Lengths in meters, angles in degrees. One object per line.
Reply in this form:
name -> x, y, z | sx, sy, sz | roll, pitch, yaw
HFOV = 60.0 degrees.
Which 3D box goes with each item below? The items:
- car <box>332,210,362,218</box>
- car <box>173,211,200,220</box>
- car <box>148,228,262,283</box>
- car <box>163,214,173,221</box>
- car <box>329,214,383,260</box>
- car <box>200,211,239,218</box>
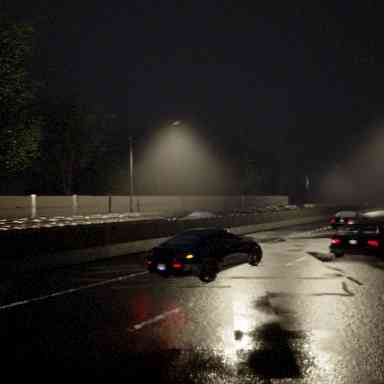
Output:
car -> 12.258, 2.135, 25.729 | 2.033, 1.411, 5.357 | -3, -3, 38
car -> 0.834, 2.734, 34.154 | 2.033, 1.411, 5.357 | -3, -3, 38
car -> 0.590, 1.906, 10.935 | 1.812, 1.442, 4.674 | -3, -3, 38
car -> -1.230, 2.874, 37.183 | 1.812, 1.442, 4.674 | -3, -3, 38
car -> 7.248, 1.848, 13.731 | 2.033, 1.411, 5.357 | -3, -3, 38
car -> 3.083, 2.554, 31.360 | 1.812, 1.442, 4.674 | -3, -3, 38
